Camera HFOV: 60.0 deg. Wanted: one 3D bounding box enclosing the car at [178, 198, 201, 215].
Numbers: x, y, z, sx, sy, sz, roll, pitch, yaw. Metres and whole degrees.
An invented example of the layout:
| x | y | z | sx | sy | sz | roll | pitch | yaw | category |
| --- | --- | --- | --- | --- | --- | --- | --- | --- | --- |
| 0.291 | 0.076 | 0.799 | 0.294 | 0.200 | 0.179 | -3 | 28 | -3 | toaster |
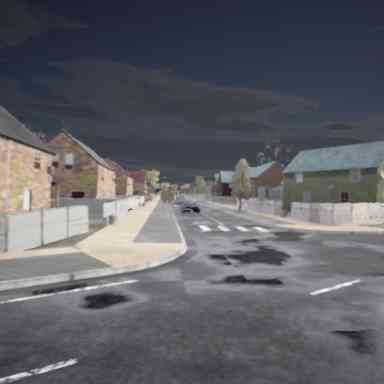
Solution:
| x | y | z | sx | sy | sz | roll | pitch | yaw | category |
| --- | --- | --- | --- | --- | --- | --- | --- | --- | --- |
| -0.167 | 1.640 | 35.333 | 1.895 | 1.301 | 4.718 | 1 | 0 | -5 | car |

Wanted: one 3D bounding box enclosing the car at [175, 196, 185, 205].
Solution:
| x | y | z | sx | sy | sz | roll | pitch | yaw | category |
| --- | --- | --- | --- | --- | --- | --- | --- | --- | --- |
| -1.922 | 1.567 | 58.229 | 1.837 | 1.490 | 4.892 | 1 | 0 | -4 | car |
